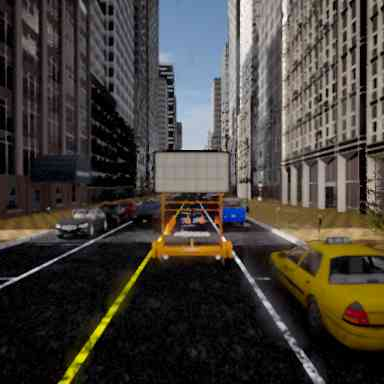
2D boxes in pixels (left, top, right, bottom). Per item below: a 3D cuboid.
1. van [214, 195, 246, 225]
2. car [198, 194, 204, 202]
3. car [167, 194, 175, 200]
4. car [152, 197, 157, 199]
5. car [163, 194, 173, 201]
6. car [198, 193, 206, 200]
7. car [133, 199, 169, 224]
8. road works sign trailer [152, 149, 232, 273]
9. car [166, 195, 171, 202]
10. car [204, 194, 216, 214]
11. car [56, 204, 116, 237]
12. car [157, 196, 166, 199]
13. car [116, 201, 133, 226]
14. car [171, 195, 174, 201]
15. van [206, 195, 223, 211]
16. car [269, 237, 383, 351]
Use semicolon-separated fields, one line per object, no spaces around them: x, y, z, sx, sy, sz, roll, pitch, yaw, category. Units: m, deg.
2.680;1.309;23.267;1.690;1.788;3.998;-1;0;0;van
2.680;1.464;63.053;2.008;1.369;4.403;-1;0;0;car
-5.701;1.399;91.301;1.752;1.417;4.829;-1;0;0;car
-5.699;1.527;40.318;1.802;1.307;4.206;-1;0;0;car
-5.702;1.330;80.103;1.967;1.590;4.097;-1;0;0;car
2.677;1.188;91.472;2.192;1.841;5.009;-1;0;0;car
-3.102;1.514;24.459;2.033;1.411;5.357;0;0;0;car
0.001;0.450;10.614;2.380;3.560;2.880;0;0;0;road works sign trailer
-5.700;1.465;63.052;2.008;1.369;4.403;-1;0;0;car
2.679;1.268;34.635;2.192;1.841;5.009;-1;0;0;car
-5.698;1.527;17.584;2.008;1.369;4.403;-1;0;0;car
-5.700;1.481;51.686;2.008;1.369;4.403;-1;0;0;car
-5.698;1.534;23.267;1.947;1.339;4.313;-1;0;0;car
-5.701;1.480;74.420;1.802;1.307;4.206;-1;0;0;car
2.679;1.286;40.318;1.690;1.788;3.998;-1;0;0;van
2.683;1.516;6.387;1.752;1.417;4.829;-1;0;0;car
